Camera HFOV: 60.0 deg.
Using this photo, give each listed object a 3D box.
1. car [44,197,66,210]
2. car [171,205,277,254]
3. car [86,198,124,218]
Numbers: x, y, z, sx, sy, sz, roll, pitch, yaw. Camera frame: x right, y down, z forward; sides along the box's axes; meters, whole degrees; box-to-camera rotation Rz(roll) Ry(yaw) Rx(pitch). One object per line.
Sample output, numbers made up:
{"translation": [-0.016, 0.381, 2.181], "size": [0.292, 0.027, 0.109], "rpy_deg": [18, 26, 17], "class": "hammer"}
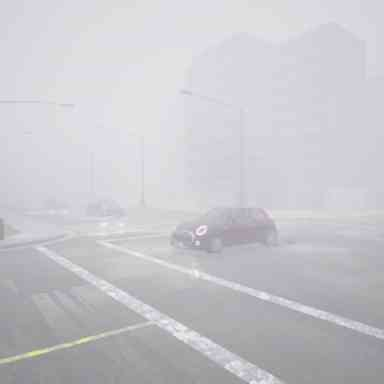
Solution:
{"translation": [-18.182, 1.472, 44.010], "size": [1.882, 1.535, 5.008], "rpy_deg": [0, 0, -36], "class": "car"}
{"translation": [1.377, 1.364, 13.606], "size": [4.553, 1.767, 2.097], "rpy_deg": [0, 0, -37], "class": "car"}
{"translation": [-7.834, 1.346, 29.938], "size": [2.097, 1.767, 4.553], "rpy_deg": [0, 0, -36], "class": "car"}
